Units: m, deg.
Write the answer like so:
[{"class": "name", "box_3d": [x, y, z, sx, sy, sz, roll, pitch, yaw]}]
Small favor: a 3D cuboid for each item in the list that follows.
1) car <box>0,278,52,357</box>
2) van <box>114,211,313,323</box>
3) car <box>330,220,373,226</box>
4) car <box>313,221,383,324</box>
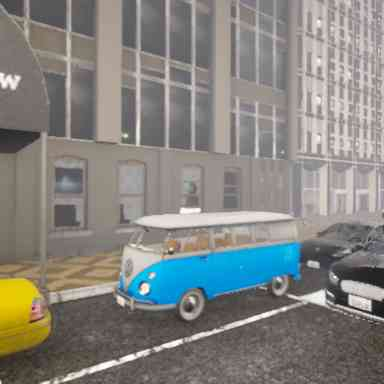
[{"class": "car", "box_3d": [-4.174, 1.527, 3.585, 4.829, 1.417, 1.752, 0, 1, -35]}, {"class": "van", "box_3d": [0.497, 1.333, 6.903, 3.998, 1.788, 1.690, 0, 1, -35]}, {"class": "car", "box_3d": [5.026, 1.547, 10.099, 4.313, 1.339, 1.947, 0, 1, -35]}, {"class": "car", "box_3d": [4.650, 1.478, 6.647, 4.902, 1.511, 2.128, 0, 0, -35]}]
